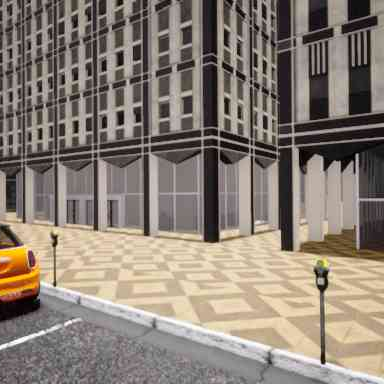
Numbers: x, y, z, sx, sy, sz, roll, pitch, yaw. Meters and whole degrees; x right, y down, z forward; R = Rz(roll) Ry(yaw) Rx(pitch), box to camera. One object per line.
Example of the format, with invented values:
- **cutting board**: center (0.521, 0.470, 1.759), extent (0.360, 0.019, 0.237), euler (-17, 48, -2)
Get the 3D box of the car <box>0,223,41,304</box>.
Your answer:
- **car**: center (-5.223, 1.350, 6.952), extent (4.553, 1.767, 2.097), euler (0, 0, 35)
